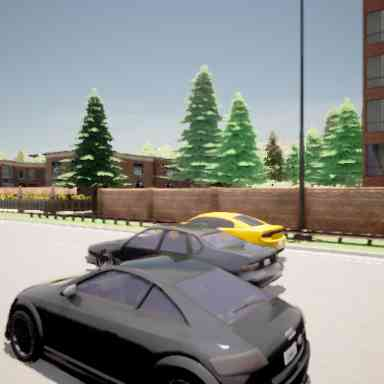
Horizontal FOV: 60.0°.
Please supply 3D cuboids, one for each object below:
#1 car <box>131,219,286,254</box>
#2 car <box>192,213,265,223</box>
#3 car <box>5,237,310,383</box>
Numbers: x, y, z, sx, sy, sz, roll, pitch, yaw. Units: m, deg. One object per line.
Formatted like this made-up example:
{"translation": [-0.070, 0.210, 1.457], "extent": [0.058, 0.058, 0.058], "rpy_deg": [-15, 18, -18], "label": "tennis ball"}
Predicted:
{"translation": [-0.435, 1.549, 8.600], "extent": [5.357, 1.411, 2.033], "rpy_deg": [0, 0, 35], "label": "car"}
{"translation": [0.813, 1.480, 12.010], "extent": [5.008, 1.535, 1.882], "rpy_deg": [0, 0, 35], "label": "car"}
{"translation": [-0.657, 1.565, 4.461], "extent": [4.181, 1.385, 1.994], "rpy_deg": [0, 0, 35], "label": "car"}
